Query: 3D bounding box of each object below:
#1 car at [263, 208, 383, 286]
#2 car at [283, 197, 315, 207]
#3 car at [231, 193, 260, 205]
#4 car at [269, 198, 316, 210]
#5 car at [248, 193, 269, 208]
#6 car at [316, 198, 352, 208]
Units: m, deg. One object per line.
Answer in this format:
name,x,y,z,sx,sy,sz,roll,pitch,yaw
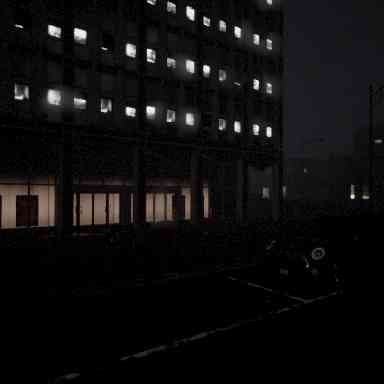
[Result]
car,3.888,1.441,9.330,4.097,1.590,1.967,0,0,-36
car,15.524,1.481,48.519,1.802,1.307,4.206,1,0,-35
car,9.232,1.169,57.629,2.192,1.841,5.009,1,0,-35
car,11.777,1.427,39.201,2.008,1.369,4.403,1,0,-35
car,8.631,1.168,43.757,2.192,1.841,5.009,1,0,-35
car,18.576,1.447,44.103,1.752,1.417,4.829,1,0,-35
